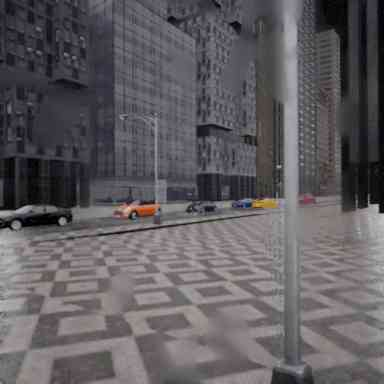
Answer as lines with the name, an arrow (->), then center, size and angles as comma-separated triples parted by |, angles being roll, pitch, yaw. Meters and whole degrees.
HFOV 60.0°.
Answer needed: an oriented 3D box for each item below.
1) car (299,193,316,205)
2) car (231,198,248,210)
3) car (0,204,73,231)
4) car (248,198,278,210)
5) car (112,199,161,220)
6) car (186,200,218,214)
car -> 19.488, 1.241, 56.959 | 2.150, 2.045, 5.566 | 0, 0, 36
car -> 7.138, 1.536, 45.424 | 1.882, 1.535, 5.008 | 0, 0, 38
car -> -10.277, 1.575, 21.716 | 1.882, 1.535, 5.008 | 0, 0, 36
car -> 9.660, 1.518, 43.537 | 1.882, 1.535, 5.008 | 0, -1, 36
car -> -4.785, 1.437, 29.218 | 2.097, 1.767, 4.553 | 0, 0, 36
car -> 1.117, 1.636, 37.276 | 1.994, 1.385, 4.181 | 0, 0, 36
